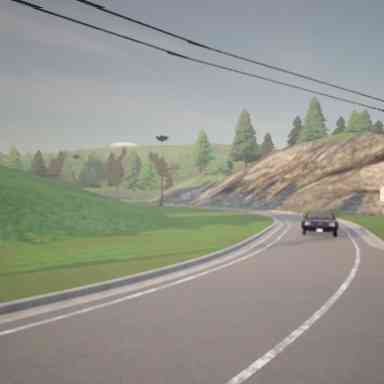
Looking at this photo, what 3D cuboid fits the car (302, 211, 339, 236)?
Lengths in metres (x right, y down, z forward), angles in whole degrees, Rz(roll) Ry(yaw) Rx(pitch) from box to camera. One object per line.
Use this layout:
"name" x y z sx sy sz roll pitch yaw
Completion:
"car" 7.641 1.776 19.894 1.895 1.301 4.718 0 0 21
